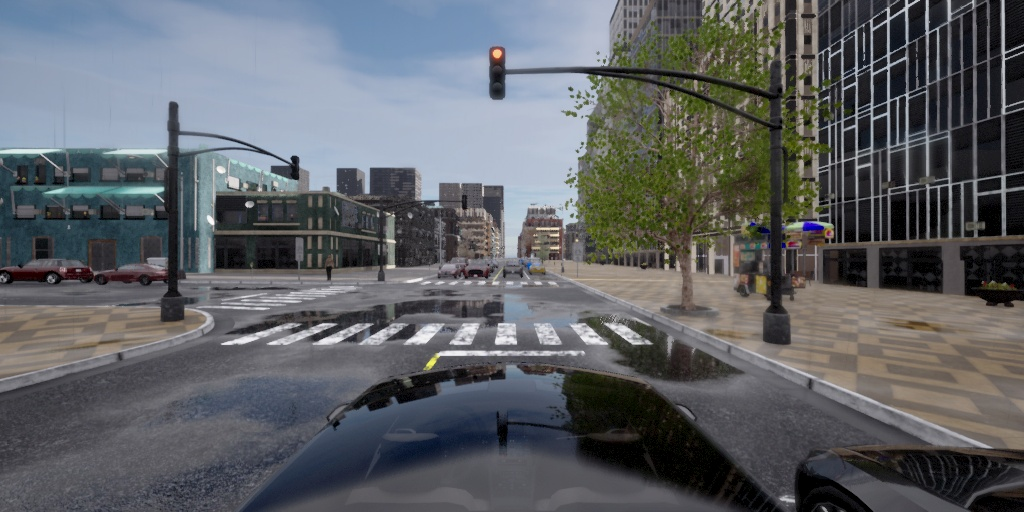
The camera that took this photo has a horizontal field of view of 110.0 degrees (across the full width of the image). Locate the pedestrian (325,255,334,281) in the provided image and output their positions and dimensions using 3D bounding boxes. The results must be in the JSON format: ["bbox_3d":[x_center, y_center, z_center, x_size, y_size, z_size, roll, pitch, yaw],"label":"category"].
[{"bbox_3d":[-12.751,0.788,24.984,0.375,1.860,0.375,0,-1,-1],"label":"pedestrian"}]

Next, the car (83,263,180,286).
[{"bbox_3d":[-22.822,1.090,21.892,4.207,1.307,1.802,0,0,-1],"label":"car"}]

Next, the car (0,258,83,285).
[{"bbox_3d":[-28.370,0.879,21.814,4.097,1.591,1.967,0,0,-1],"label":"car"}]

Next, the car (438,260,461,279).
[{"bbox_3d":[-5.691,1.334,32.979,1.802,1.307,4.207,0,0,0],"label":"car"}]

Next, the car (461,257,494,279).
[{"bbox_3d":[-3.093,1.104,32.780,2.097,1.767,4.553,0,0,0],"label":"car"}]

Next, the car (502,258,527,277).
[{"bbox_3d":[0.100,1.244,35.478,2.128,1.511,4.902,0,0,0],"label":"car"}]

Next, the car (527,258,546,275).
[{"bbox_3d":[2.689,1.278,38.703,1.751,1.417,4.829,0,0,0],"label":"car"}]

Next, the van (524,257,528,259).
[{"bbox_3d":[2.688,1.094,44.085,1.690,1.789,3.998,0,0,0],"label":"van"}]

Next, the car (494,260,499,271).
[{"bbox_3d":[-3.086,1.245,43.162,2.128,1.511,4.902,0,0,0],"label":"car"}]

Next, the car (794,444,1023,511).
[{"bbox_3d":[2.691,1.316,0.504,1.948,1.339,4.313,0,0,0],"label":"car"}]

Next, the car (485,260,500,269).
[{"bbox_3d":[-3.059,1.302,57.050,2.033,1.411,5.357,0,0,0],"label":"car"}]

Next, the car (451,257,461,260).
[{"bbox_3d":[-5.692,1.067,38.530,2.192,1.841,5.009,0,0,0],"label":"car"}]
